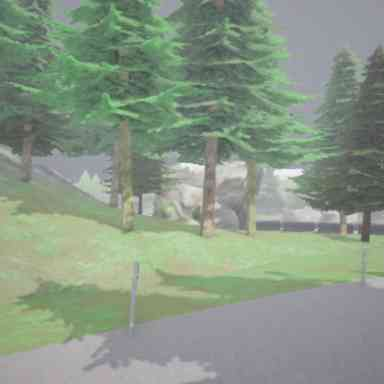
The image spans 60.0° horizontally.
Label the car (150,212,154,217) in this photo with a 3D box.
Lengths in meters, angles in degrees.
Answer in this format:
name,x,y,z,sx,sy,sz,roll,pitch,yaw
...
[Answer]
name,x,y,z,sx,sy,sz,roll,pitch,yaw
car,-4.509,4.307,53.900,5.566,2.045,2.150,-3,-6,37
